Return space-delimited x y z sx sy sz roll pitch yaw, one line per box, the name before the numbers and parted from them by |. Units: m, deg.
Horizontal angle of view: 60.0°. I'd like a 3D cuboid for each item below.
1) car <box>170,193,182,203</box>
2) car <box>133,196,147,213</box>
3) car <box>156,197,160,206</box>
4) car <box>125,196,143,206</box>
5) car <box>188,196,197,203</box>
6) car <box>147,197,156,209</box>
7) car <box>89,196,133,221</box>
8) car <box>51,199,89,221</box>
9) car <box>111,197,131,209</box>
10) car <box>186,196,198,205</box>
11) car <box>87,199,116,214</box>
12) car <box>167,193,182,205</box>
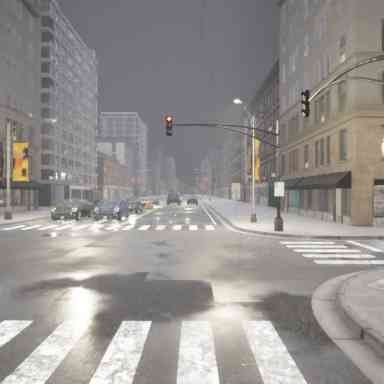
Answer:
car | -3.190 1.216 68.372 2.150 2.045 5.566 0 0 0
car | -6.551 1.494 36.282 2.128 1.511 4.902 0 0 0
car | -6.517 1.524 55.638 1.812 1.442 4.674 0 0 1
car | -9.760 1.489 56.663 2.128 1.511 4.902 0 0 1
car | 0.060 1.520 68.339 1.812 1.442 4.674 0 0 0
car | -6.540 1.479 45.786 1.882 1.535 5.008 0 0 0
car | -6.565 1.355 27.443 2.097 1.767 4.553 0 0 0
car | -9.815 1.355 27.447 2.097 1.767 4.553 0 0 0
car | -9.792 1.527 46.365 1.812 1.442 4.674 0 0 0
car | 0.051 1.502 57.920 1.837 1.490 4.892 0 0 0
car | -9.805 1.508 36.419 1.837 1.490 4.892 0 0 0
car | -3.199 1.219 57.953 2.150 2.045 5.566 0 0 0
